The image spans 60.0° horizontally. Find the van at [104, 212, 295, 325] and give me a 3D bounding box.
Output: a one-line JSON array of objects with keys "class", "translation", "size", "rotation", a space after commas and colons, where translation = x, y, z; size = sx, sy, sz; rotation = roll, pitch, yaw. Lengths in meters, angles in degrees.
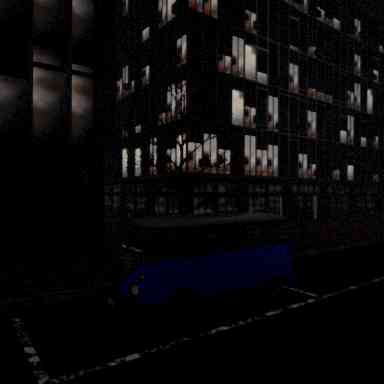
[{"class": "van", "translation": [0.342, 1.341, 6.807], "size": [3.998, 1.788, 1.690], "rotation": [0, 0, -36]}]
